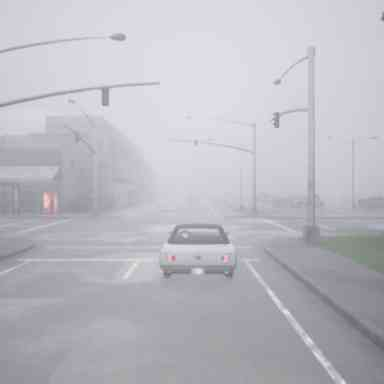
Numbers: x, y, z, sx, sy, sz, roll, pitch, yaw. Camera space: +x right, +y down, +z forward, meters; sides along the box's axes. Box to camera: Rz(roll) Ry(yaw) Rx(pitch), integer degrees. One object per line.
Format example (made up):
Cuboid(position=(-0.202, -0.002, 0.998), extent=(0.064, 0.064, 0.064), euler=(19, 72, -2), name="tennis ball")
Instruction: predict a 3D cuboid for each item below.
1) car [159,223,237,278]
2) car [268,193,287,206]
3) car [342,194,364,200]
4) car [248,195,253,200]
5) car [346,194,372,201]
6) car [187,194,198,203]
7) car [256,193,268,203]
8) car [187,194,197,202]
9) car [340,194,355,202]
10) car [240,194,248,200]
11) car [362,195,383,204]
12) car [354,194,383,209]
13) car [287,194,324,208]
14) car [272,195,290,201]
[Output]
Cuboid(position=(0.213, 1.597, 10.127), extent=(1.895, 1.301, 4.718), euler=(0, 0, 2), name="car")
Cuboid(position=(14.165, 1.152, 48.462), extent=(5.027, 1.636, 2.152), euler=(0, 0, 0), name="car")
Cuboid(position=(39.920, 1.325, 82.759), extent=(4.514, 1.523, 2.007), euler=(0, 0, 0), name="car")
Cuboid(position=(13.751, 1.090, 64.162), extent=(4.605, 1.855, 1.932), euler=(0, 0, 0), name="car")
Cuboid(position=(39.973, 1.317, 79.622), extent=(5.027, 1.636, 2.152), euler=(0, 0, 0), name="car")
Cuboid(position=(0.096, 1.330, 66.177), extent=(2.097, 1.767, 4.553), euler=(0, 0, 0), name="car")
Cuboid(position=(14.164, 1.070, 61.257), extent=(3.866, 1.878, 1.905), euler=(0, 0, 0), name="car")
Cuboid(position=(0.000, 1.329, 76.305), extent=(2.097, 1.767, 4.553), euler=(0, 0, 0), name="car")
Cuboid(position=(32.300, 1.310, 67.775), extent=(3.633, 1.501, 1.845), euler=(0, 0, 0), name="car")
Cuboid(position=(13.886, 1.360, 82.746), extent=(3.633, 1.501, 1.845), euler=(0, 0, 0), name="car")
Cuboid(position=(32.259, 1.292, 57.782), extent=(4.514, 1.523, 2.007), euler=(0, 0, 0), name="car")
Cuboid(position=(21.539, 1.299, 38.383), extent=(4.514, 1.523, 2.007), euler=(0, 0, 0), name="car")
Cuboid(position=(14.489, 1.232, 42.045), extent=(3.806, 1.475, 1.970), euler=(0, 0, 0), name="car")
Cuboid(position=(21.307, 1.371, 79.767), extent=(3.806, 1.475, 1.970), euler=(0, 0, 0), name="car")
